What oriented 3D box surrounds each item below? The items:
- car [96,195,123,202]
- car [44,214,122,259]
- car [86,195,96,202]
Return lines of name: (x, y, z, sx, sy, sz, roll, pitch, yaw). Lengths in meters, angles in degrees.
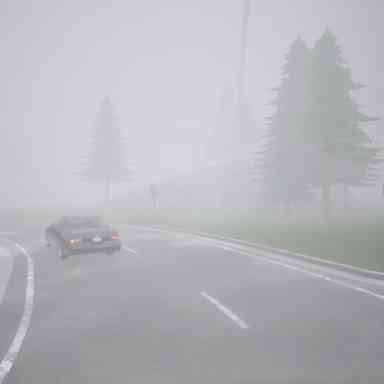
car: (-19.068, 1.476, 77.424, 2.128, 1.511, 4.902, 0, 0, 30)
car: (-4.345, 1.560, 12.726, 2.033, 1.411, 5.357, 0, 0, -32)
car: (-22.616, 1.492, 78.264, 1.837, 1.490, 4.892, 0, 0, 30)
